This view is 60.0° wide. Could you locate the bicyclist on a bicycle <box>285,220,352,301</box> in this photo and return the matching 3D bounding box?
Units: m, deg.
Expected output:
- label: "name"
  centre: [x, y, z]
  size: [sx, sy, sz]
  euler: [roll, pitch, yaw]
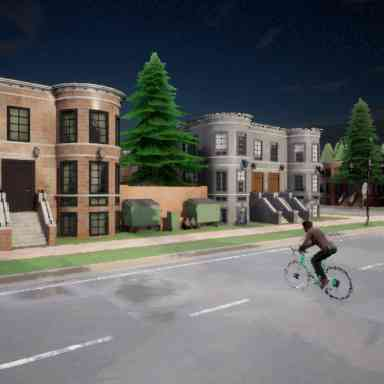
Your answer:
- label: "bicyclist on a bicycle"
  centre: [2.688, 1.455, 7.276]
  size: [0.582, 1.620, 1.656]
  euler: [0, -2, -36]
